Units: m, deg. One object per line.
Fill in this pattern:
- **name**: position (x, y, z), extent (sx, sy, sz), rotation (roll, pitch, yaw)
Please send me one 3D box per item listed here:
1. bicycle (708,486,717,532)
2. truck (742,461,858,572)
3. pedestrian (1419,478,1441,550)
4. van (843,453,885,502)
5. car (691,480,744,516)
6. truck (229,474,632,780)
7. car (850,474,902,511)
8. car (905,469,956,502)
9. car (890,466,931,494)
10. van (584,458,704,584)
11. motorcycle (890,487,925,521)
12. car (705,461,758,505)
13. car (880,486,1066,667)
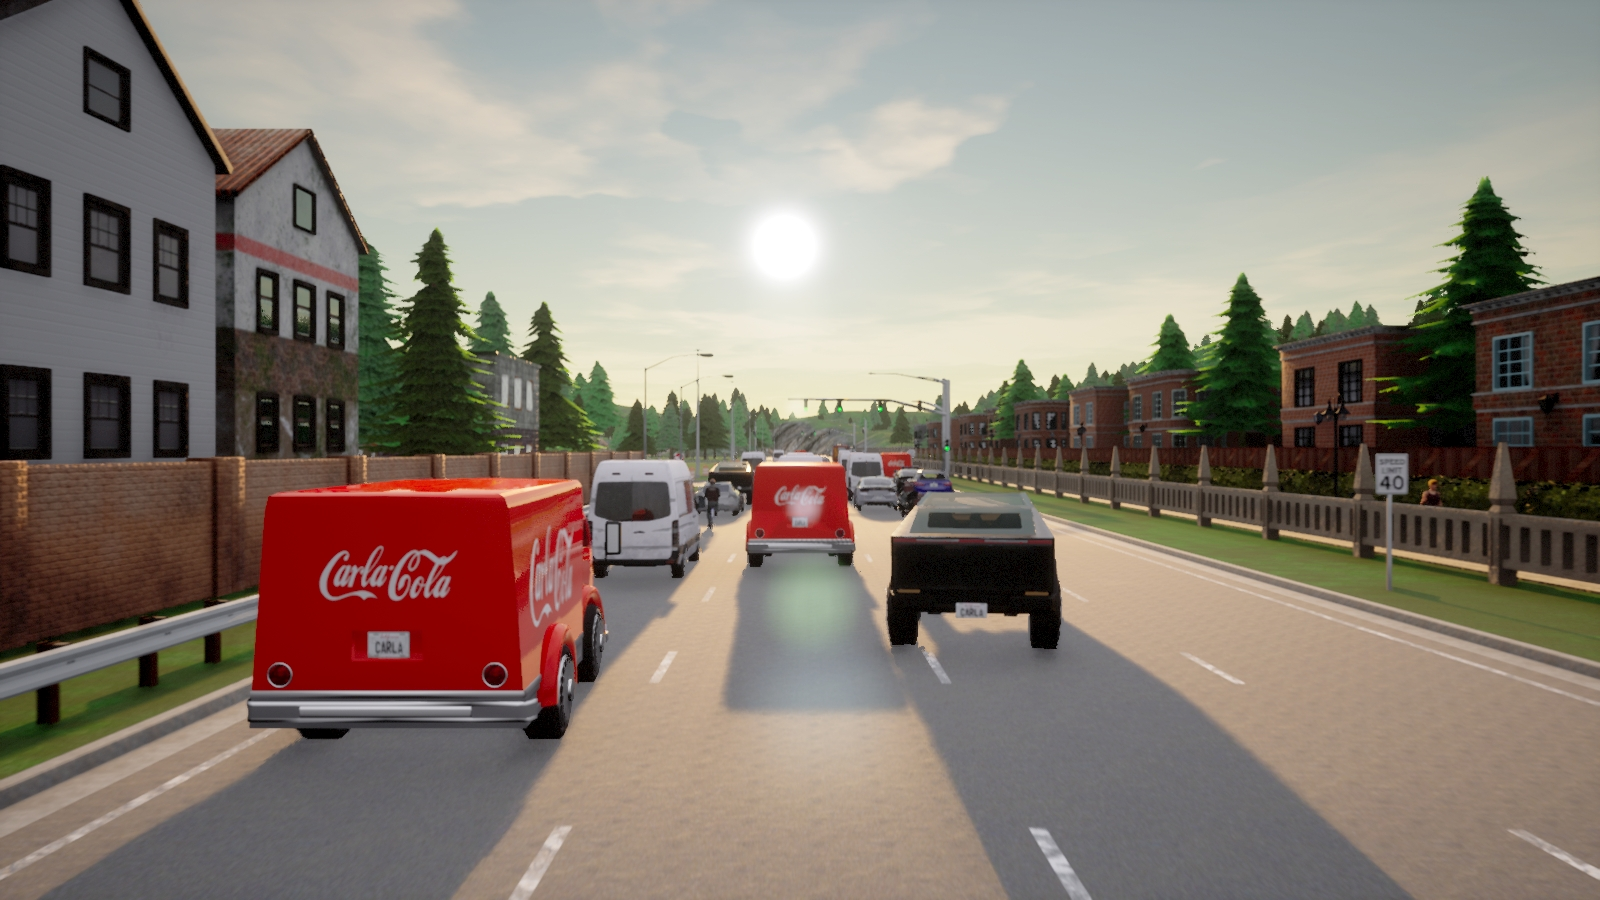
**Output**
- **bicycle**: position (-3.018, 2.010, 39.350), extent (0.329, 1.471, 1.835), rotation (0, 0, -5)
- **truck**: position (0.004, 1.530, 28.477), extent (2.627, 2.467, 5.204), rotation (0, 0, 0)
- **pedestrian**: position (16.396, 1.662, 29.738), extent (0.375, 1.860, 0.375), rotation (0, 0, 0)
- **van**: position (3.514, 1.453, 63.575), extent (1.988, 2.561, 5.915), rotation (0, 0, 0)
- **car**: position (-3.514, 2.055, 49.560), extent (1.994, 1.385, 4.181), rotation (0, 0, 0)
- **truck**: position (-3.498, 1.550, 12.236), extent (2.627, 2.467, 5.204), rotation (0, 0, 0)
- **car**: position (3.507, 1.966, 53.370), extent (2.097, 1.535, 5.006), rotation (0, 0, 0)
- **car**: position (7.010, 1.889, 61.871), extent (2.242, 1.667, 4.611), rotation (0, 0, 0)
- **car**: position (7.010, 1.890, 72.855), extent (2.097, 1.638, 5.238), rotation (0, 0, 0)
- **van**: position (-3.500, 1.499, 26.717), extent (1.988, 2.561, 5.915), rotation (0, 0, 0)
- **motorcycle**: position (4.300, 2.146, 45.790), extent (0.867, 1.251, 2.209), rotation (0, 0, -9)
- **car**: position (-3.490, 1.677, 59.734), extent (2.390, 2.098, 6.274), rotation (0, 0, 0)
- **car**: position (2.747, 1.729, 17.913), extent (2.390, 2.098, 6.274), rotation (0, 0, 10)
